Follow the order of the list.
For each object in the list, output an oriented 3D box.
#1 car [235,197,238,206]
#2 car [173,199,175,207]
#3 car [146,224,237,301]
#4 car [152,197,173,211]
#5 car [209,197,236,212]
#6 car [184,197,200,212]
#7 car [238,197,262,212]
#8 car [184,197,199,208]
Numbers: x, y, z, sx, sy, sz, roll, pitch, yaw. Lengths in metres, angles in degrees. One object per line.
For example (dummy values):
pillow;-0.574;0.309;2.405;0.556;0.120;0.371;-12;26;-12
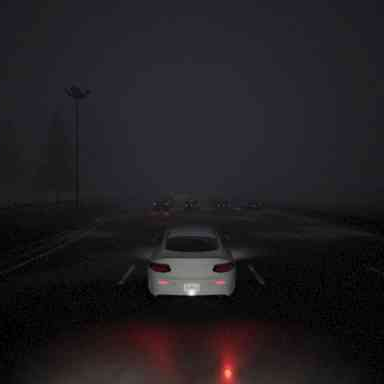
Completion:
car;6.963;1.493;49.215;1.812;1.442;4.674;0;0;0
car;-3.537;1.459;49.206;2.128;1.511;4.902;0;0;0
car;-0.006;1.520;8.181;1.812;1.442;4.674;0;0;0
car;-3.530;1.500;39.204;1.812;1.442;4.674;0;0;0
car;3.471;1.522;38.792;2.033;1.411;5.357;0;0;0
car;-0.029;1.522;38.790;2.033;1.411;5.357;0;0;0
car;6.970;1.538;39.212;1.994;1.385;4.181;0;0;0
car;-0.037;1.459;49.209;2.128;1.511;4.902;0;0;0
